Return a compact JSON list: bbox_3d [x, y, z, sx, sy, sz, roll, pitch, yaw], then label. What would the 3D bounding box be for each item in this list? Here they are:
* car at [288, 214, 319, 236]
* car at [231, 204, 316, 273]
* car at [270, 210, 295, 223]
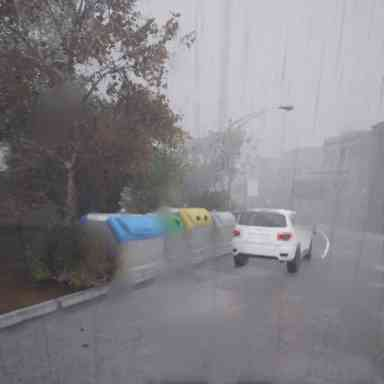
[{"bbox_3d":[9.048,2.619,27.352,2.033,1.411,5.357,1,-2,15],"label":"car"},{"bbox_3d":[3.298,1.713,12.980,2.150,2.045,5.566,1,-3,27],"label":"car"},{"bbox_3d":[11.678,3.094,43.310,2.033,1.411,5.357,0,-1,2],"label":"car"}]
